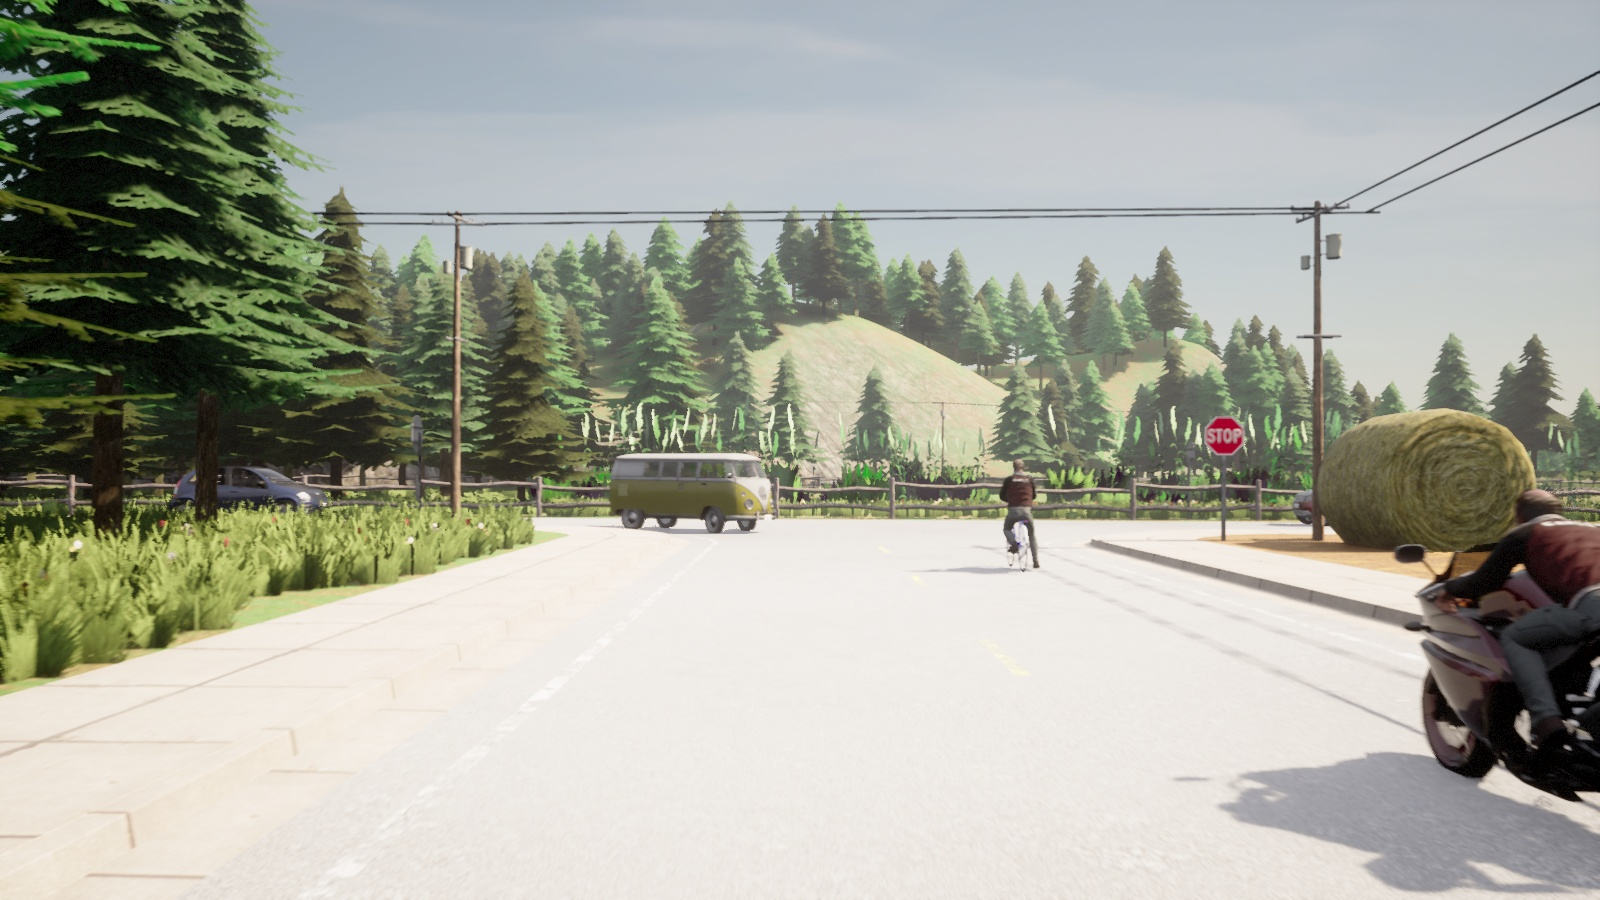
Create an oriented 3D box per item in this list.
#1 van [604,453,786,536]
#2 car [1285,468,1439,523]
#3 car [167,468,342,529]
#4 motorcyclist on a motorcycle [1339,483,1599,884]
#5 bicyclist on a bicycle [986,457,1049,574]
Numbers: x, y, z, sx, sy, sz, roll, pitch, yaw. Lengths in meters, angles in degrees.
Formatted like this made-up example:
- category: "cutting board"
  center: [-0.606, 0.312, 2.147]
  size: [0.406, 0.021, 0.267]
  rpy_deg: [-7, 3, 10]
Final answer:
- category: "van"
  center: [-2.715, 1.096, 32.083]
  size: [4.442, 1.987, 1.775]
  rpy_deg: [0, -1, 32]
- category: "car"
  center: [16.311, 1.305, 36.581]
  size: [3.705, 1.549, 1.789]
  rpy_deg: [0, -1, 3]
- category: "car"
  center: [-14.935, 1.315, 34.518]
  size: [3.988, 1.617, 1.851]
  rpy_deg: [0, -1, 2]
- category: "motorcyclist on a motorcycle"
  center: [3.485, 0.936, 5.987]
  size: [0.866, 1.530, 2.191]
  rpy_deg: [0, -1, 0]
- category: "bicyclist on a bicycle"
  center: [3.451, 1.007, 20.057]
  size: [0.659, 1.776, 1.843]
  rpy_deg: [0, -1, 0]
